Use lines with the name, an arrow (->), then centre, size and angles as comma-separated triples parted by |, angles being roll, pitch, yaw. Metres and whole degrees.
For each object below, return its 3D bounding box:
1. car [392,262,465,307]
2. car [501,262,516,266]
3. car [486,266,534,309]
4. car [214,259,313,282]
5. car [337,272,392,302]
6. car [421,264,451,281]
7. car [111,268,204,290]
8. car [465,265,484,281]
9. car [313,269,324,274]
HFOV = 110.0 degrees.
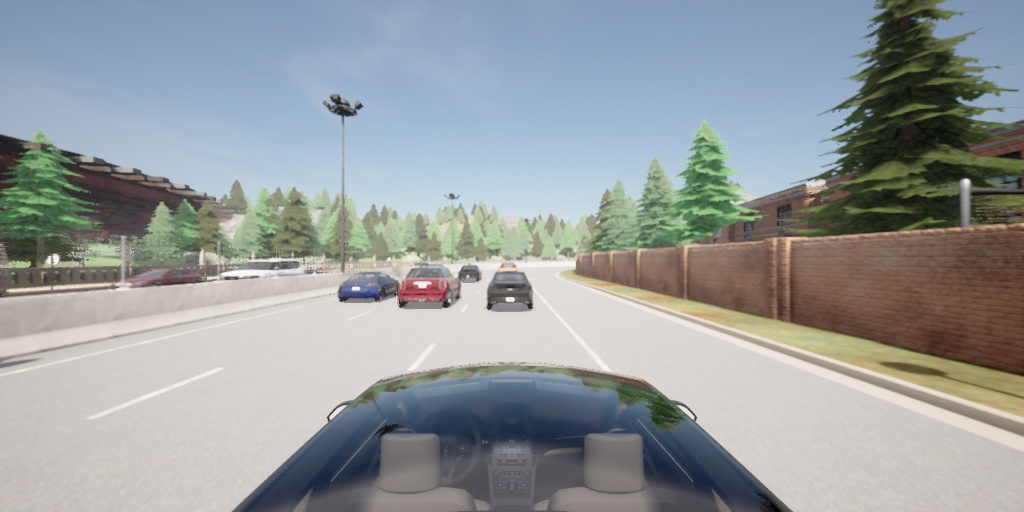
car -> -3.607, 1.242, 16.436 | 2.097, 1.767, 4.553 | 0, -1, -1
car -> -0.315, 1.389, 33.230 | 2.097, 1.767, 4.553 | 0, -1, 0
car -> -0.096, 1.384, 15.763 | 1.837, 1.490, 4.892 | 0, 0, -1
car -> -14.369, 1.174, 20.956 | 2.150, 2.045, 5.566 | 0, -1, -1
car -> -7.132, 1.479, 18.333 | 1.994, 1.385, 4.181 | 0, -1, -1
car -> -7.311, 1.544, 34.959 | 1.882, 1.535, 5.008 | 0, -1, 0
car -> -21.375, 1.501, 21.917 | 1.812, 1.442, 4.674 | 0, -1, -1
car -> -3.820, 1.551, 33.513 | 1.837, 1.490, 4.892 | 0, -1, 0
car -> -17.968, 1.645, 30.211 | 1.895, 1.301, 4.718 | 0, -1, 0
